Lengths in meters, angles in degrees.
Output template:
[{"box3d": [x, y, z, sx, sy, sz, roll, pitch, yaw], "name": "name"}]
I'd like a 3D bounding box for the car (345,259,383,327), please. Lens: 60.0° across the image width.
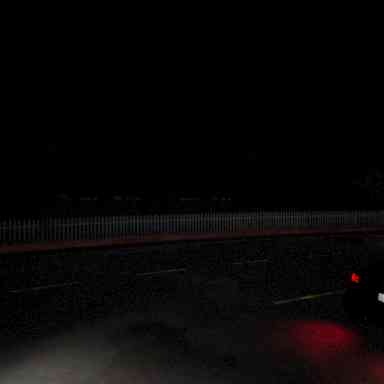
[{"box3d": [4.746, 1.564, 5.745, 4.181, 1.385, 1.994, 0, 0, -24], "name": "car"}]
